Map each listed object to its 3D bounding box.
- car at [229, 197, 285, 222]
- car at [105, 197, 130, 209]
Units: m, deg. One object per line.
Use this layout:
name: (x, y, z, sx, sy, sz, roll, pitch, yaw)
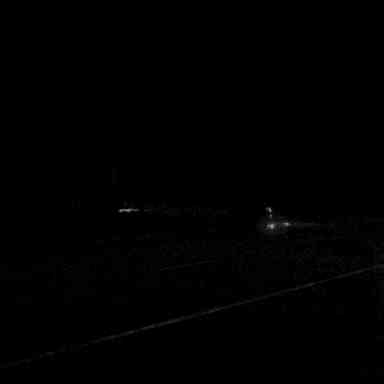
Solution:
car: (5.043, 1.321, 26.203, 2.097, 1.767, 4.553, 0, 0, -39)
car: (-10.166, 1.474, 45.264, 2.128, 1.511, 4.902, 0, 0, -39)
